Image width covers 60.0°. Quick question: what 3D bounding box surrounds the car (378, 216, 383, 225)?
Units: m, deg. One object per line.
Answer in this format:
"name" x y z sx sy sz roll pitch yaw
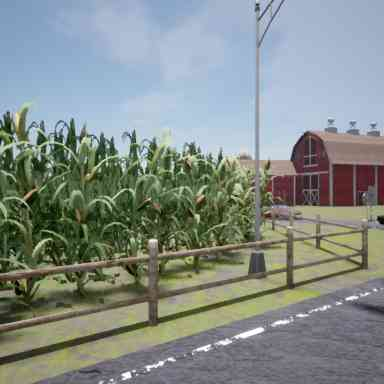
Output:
"car" 13.662 1.700 19.729 1.895 1.301 4.718 0 -1 -18

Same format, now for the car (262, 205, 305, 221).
"car" 8.251 1.869 30.546 1.994 1.385 4.181 1 -1 -29
